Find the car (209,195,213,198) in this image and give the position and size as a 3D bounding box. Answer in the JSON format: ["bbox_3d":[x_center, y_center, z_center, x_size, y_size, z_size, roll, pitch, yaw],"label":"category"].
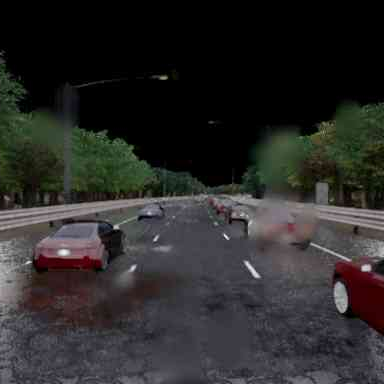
[{"bbox_3d":[4.270,1.784,58.326,2.163,1.488,4.792,0,0,2],"label":"car"}]

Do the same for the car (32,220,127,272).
[{"bbox_3d":[-3.405,1.585,10.845,1.994,1.385,4.181,0,0,0],"label":"car"}]

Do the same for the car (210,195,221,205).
[{"bbox_3d":[4.762,1.603,69.223,2.150,2.045,5.566,0,-1,3],"label":"car"}]

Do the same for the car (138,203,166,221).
[{"bbox_3d":[-3.350,1.649,28.265,1.994,1.385,4.181,0,0,0],"label":"car"}]

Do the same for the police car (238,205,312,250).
[{"bbox_3d":[3.494,1.538,14.651,2.038,1.542,4.974,0,0,0],"label":"police car"}]

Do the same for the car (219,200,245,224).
[{"bbox_3d":[3.514,1.621,25.592,2.033,1.411,5.357,0,0,0],"label":"car"}]

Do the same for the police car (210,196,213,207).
[{"bbox_3d":[3.898,1.701,47.398,2.038,1.542,4.974,0,0,2],"label":"police car"}]

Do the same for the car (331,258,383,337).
[{"bbox_3d":[3.600,1.485,4.429,1.882,1.535,5.008,0,0,0],"label":"car"}]

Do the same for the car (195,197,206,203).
[{"bbox_3d":[1.736,1.894,78.159,2.033,1.411,5.357,0,-1,4],"label":"car"}]

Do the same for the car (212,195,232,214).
[{"bbox_3d":[3.645,1.480,36.466,2.097,1.767,4.553,0,0,1],"label":"car"}]
